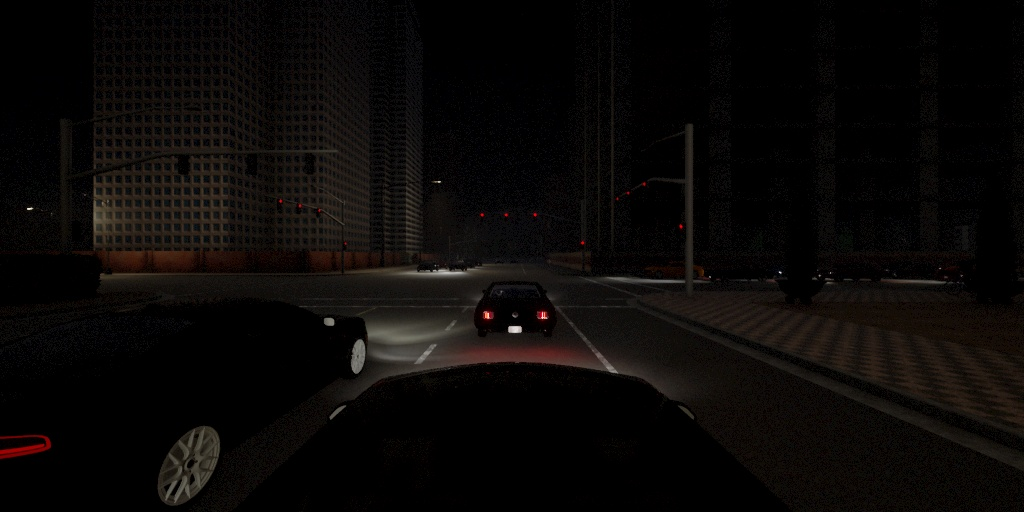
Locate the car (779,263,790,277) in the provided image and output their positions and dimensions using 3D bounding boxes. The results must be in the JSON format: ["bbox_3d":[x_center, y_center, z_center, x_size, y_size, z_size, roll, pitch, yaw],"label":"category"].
[{"bbox_3d":[24.149,1.297,31.890,5.357,1.411,2.033,0,0,0],"label":"car"}]

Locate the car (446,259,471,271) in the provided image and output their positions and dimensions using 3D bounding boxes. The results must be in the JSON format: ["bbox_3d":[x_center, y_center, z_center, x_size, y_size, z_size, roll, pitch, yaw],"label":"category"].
[{"bbox_3d":[-7.223,1.351,48.465,1.895,1.301,4.718,0,0,1],"label":"car"}]

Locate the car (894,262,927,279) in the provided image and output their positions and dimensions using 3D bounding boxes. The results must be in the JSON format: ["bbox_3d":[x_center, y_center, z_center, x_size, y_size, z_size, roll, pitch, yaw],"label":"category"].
[{"bbox_3d":[34.642,1.241,31.812,4.902,1.511,2.128,0,0,0],"label":"car"}]

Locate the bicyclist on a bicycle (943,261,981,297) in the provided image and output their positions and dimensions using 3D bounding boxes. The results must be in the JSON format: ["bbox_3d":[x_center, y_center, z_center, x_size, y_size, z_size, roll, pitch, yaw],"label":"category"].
[{"bbox_3d":[20.758,1.051,16.429,0.582,1.620,1.656,0,0,0],"label":"bicyclist on a bicycle"}]

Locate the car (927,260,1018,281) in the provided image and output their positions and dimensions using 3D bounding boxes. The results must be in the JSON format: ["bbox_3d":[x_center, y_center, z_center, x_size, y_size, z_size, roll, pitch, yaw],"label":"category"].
[{"bbox_3d":[36.507,1.102,28.297,4.553,1.767,2.097,0,0,1],"label":"car"}]

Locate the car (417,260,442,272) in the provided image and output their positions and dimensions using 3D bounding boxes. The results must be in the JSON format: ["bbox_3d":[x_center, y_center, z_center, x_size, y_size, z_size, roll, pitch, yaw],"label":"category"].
[{"bbox_3d":[-10.755,1.228,46.115,1.882,1.535,5.008,0,0,1],"label":"car"}]

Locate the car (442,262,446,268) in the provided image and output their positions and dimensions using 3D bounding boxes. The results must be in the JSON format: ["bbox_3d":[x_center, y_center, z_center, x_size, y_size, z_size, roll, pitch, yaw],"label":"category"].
[{"bbox_3d":[-10.618,1.351,55.457,1.895,1.301,4.718,0,0,1],"label":"car"}]

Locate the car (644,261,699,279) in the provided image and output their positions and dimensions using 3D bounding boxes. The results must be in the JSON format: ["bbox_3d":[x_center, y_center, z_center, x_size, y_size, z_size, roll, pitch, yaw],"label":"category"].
[{"bbox_3d":[14.338,1.228,31.954,5.008,1.535,1.882,0,0,0],"label":"car"}]

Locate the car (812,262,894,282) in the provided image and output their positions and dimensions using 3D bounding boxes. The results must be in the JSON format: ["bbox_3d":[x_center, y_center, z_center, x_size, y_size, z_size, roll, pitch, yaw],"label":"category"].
[{"bbox_3d":[26.691,1.276,28.364,4.674,1.442,1.812,0,0,0],"label":"car"}]

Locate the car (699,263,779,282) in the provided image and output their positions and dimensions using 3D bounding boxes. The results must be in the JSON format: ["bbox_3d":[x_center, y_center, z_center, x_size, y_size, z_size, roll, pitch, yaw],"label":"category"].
[{"bbox_3d":[17.909,1.351,28.430,4.718,1.301,1.895,0,0,0],"label":"car"}]

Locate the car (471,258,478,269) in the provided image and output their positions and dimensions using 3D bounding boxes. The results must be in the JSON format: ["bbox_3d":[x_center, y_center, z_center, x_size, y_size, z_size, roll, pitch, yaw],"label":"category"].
[{"bbox_3d":[-7.075,1.255,57.681,1.837,1.490,4.892,0,0,1],"label":"car"}]

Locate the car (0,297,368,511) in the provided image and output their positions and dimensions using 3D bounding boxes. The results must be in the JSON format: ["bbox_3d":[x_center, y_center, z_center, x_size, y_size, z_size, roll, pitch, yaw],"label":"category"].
[{"bbox_3d":[-3.452,1.228,4.278,1.882,1.535,5.008,0,0,1],"label":"car"}]

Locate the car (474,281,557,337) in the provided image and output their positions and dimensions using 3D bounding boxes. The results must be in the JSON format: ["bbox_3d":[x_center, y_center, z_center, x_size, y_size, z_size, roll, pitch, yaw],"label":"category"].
[{"bbox_3d":[0.074,1.351,10.227,1.895,1.301,4.718,0,0,0],"label":"car"}]
